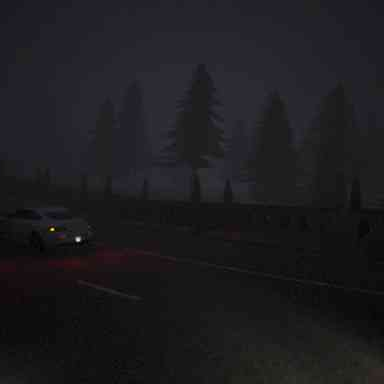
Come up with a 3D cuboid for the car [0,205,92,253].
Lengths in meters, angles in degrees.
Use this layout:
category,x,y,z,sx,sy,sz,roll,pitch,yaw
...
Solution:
category,x,y,z,sx,sy,sz,roll,pitch,yaw
car,-5.628,1.217,12.297,4.674,1.442,1.812,3,2,35
